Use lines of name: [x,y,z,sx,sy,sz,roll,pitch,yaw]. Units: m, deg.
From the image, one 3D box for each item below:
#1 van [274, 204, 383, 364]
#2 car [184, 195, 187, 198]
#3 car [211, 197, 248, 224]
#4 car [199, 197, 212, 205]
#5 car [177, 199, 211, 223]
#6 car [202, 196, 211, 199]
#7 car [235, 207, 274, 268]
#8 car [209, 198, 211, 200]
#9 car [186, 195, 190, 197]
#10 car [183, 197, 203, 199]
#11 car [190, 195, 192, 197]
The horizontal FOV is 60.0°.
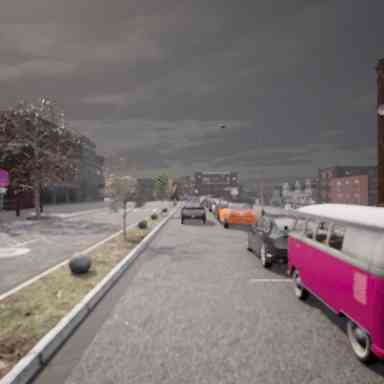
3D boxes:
van: [2.998,1.250,5.840,1.878,1.987,4.442,0,0,0]
car: [-0.306,1.890,94.155,2.185,1.767,4.553,0,-1,-9]
car: [2.999,1.381,27.775,2.185,1.767,4.553,0,0,0]
car: [2.649,1.718,66.496,2.097,1.535,5.008,0,-1,-2]
car: [0.101,1.512,25.692,2.128,1.511,4.902,0,0,0]
car: [3.001,1.581,49.886,2.231,1.521,4.892,0,0,0]
car: [2.999,1.478,11.238,2.231,1.521,4.892,0,0,0]
car: [3.000,1.565,33.451,2.002,1.452,4.674,0,0,0]
car: [0.535,1.940,88.581,2.231,1.521,4.892,0,-1,-7]
car: [0.108,1.673,42.170,1.895,1.301,4.718,0,0,0]
car: [1.223,1.924,83.203,2.002,1.452,4.674,0,-1,-6]
